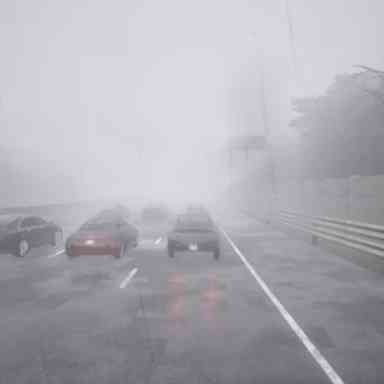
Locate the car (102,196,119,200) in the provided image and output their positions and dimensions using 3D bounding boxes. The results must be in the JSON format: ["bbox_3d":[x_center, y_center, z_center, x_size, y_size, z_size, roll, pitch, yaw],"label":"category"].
[{"bbox_3d":[-15.632,1.474,66.184,2.033,1.411,5.357,0,1,3],"label":"car"}]

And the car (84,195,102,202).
[{"bbox_3d":[-19.129,1.432,66.298,1.837,1.490,4.892,0,1,3],"label":"car"}]

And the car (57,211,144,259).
[{"bbox_3d":[-3.400,1.690,13.262,1.994,1.385,4.181,0,0,2],"label":"car"}]

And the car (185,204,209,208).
[{"bbox_3d":[0.370,1.714,28.038,2.128,1.511,4.902,0,0,2],"label":"car"}]

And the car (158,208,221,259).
[{"bbox_3d":[0.101,1.618,13.216,2.128,1.511,4.902,0,0,1],"label":"car"}]

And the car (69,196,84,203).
[{"bbox_3d":[-22.622,1.471,66.529,2.033,1.411,5.357,0,1,3],"label":"car"}]

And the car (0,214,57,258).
[{"bbox_3d":[-6.898,1.632,13.286,1.837,1.490,4.892,0,0,1],"label":"car"}]

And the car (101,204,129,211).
[{"bbox_3d":[-6.615,1.746,28.591,1.812,1.442,4.674,0,0,2],"label":"car"}]

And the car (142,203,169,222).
[{"bbox_3d":[-3.103,1.699,28.857,1.882,1.535,5.008,0,0,2],"label":"car"}]
